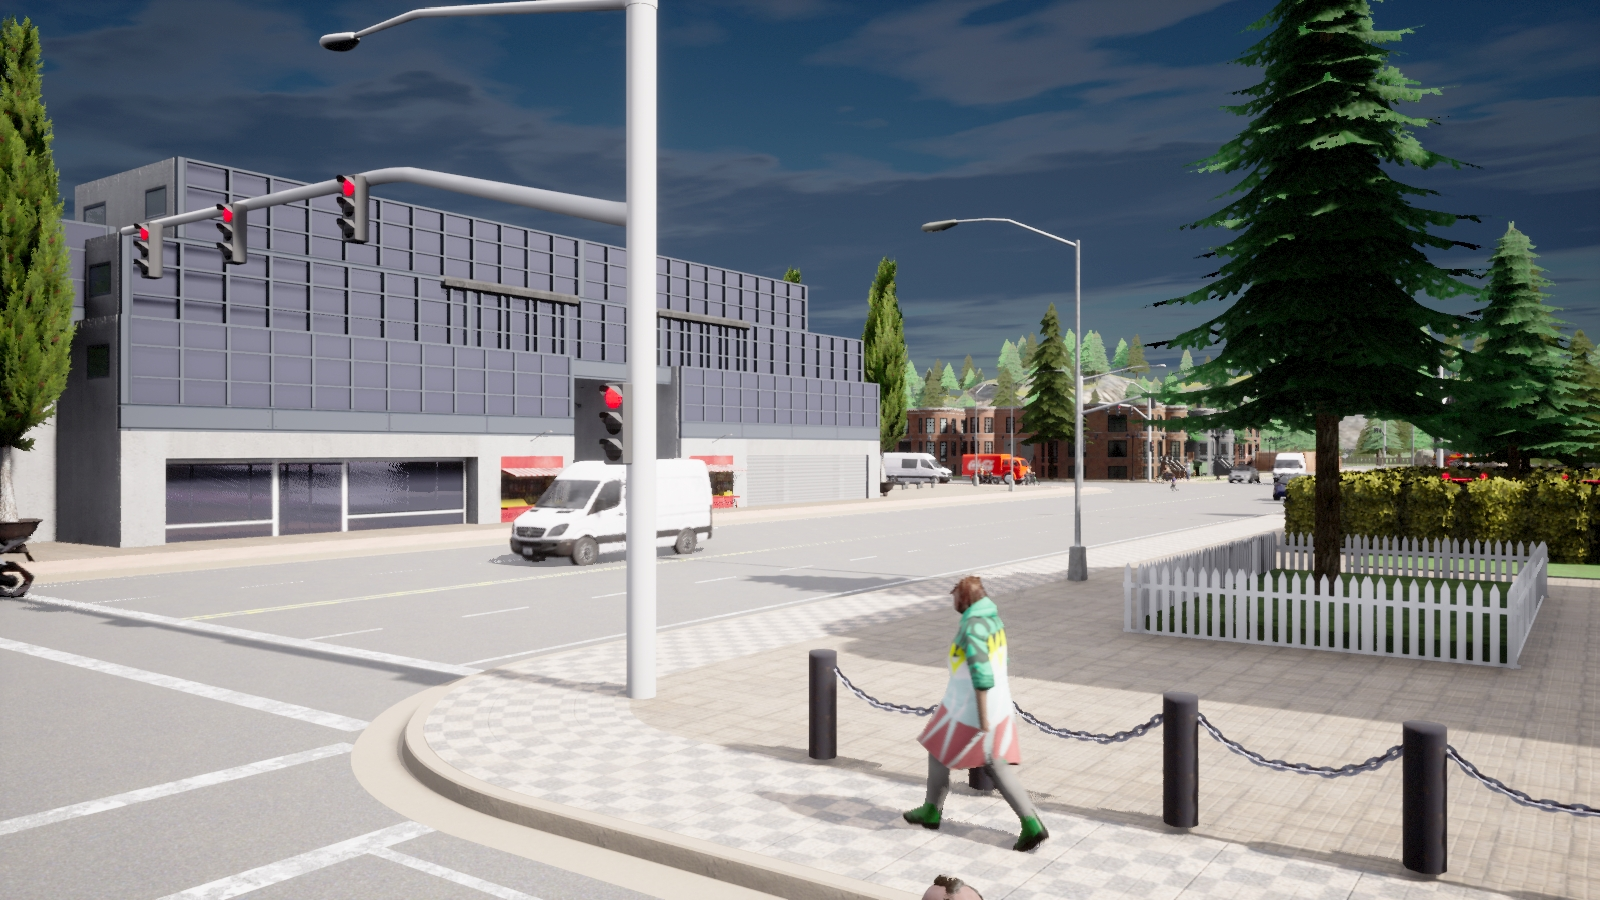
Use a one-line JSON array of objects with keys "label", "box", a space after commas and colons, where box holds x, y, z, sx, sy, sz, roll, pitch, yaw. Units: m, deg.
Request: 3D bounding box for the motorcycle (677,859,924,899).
[{"label": "motorcycle", "box": [0.509, 2.205, 3.428, 2.209, 1.251, 0.867, 0, 0, 35]}]

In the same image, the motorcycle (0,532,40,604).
[{"label": "motorcycle", "box": [-15.365, 2.205, 20.960, 0.867, 1.251, 2.209, 0, 0, 39]}]

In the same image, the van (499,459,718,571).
[{"label": "van", "box": [-4.785, 1.535, 29.552, 1.988, 2.561, 5.915, 0, 0, 35]}]

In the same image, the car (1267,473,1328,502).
[{"label": "car", "box": [27.765, 2.063, 63.661, 2.163, 1.488, 4.792, 0, 0, 35]}]

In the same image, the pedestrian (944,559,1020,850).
[{"label": "pedestrian", "box": [1.238, 1.697, 7.763, 0.375, 1.860, 0.375, 0, 0, 37]}]

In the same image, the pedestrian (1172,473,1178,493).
[{"label": "pedestrian", "box": [24.441, 2.128, 74.501, 0.375, 1.300, 0.375, 0, 0, 19]}]

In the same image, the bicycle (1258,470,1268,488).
[{"label": "bicycle", "box": [34.594, 2.156, 85.402, 0.373, 1.296, 1.643, 0, 1, 35]}]
